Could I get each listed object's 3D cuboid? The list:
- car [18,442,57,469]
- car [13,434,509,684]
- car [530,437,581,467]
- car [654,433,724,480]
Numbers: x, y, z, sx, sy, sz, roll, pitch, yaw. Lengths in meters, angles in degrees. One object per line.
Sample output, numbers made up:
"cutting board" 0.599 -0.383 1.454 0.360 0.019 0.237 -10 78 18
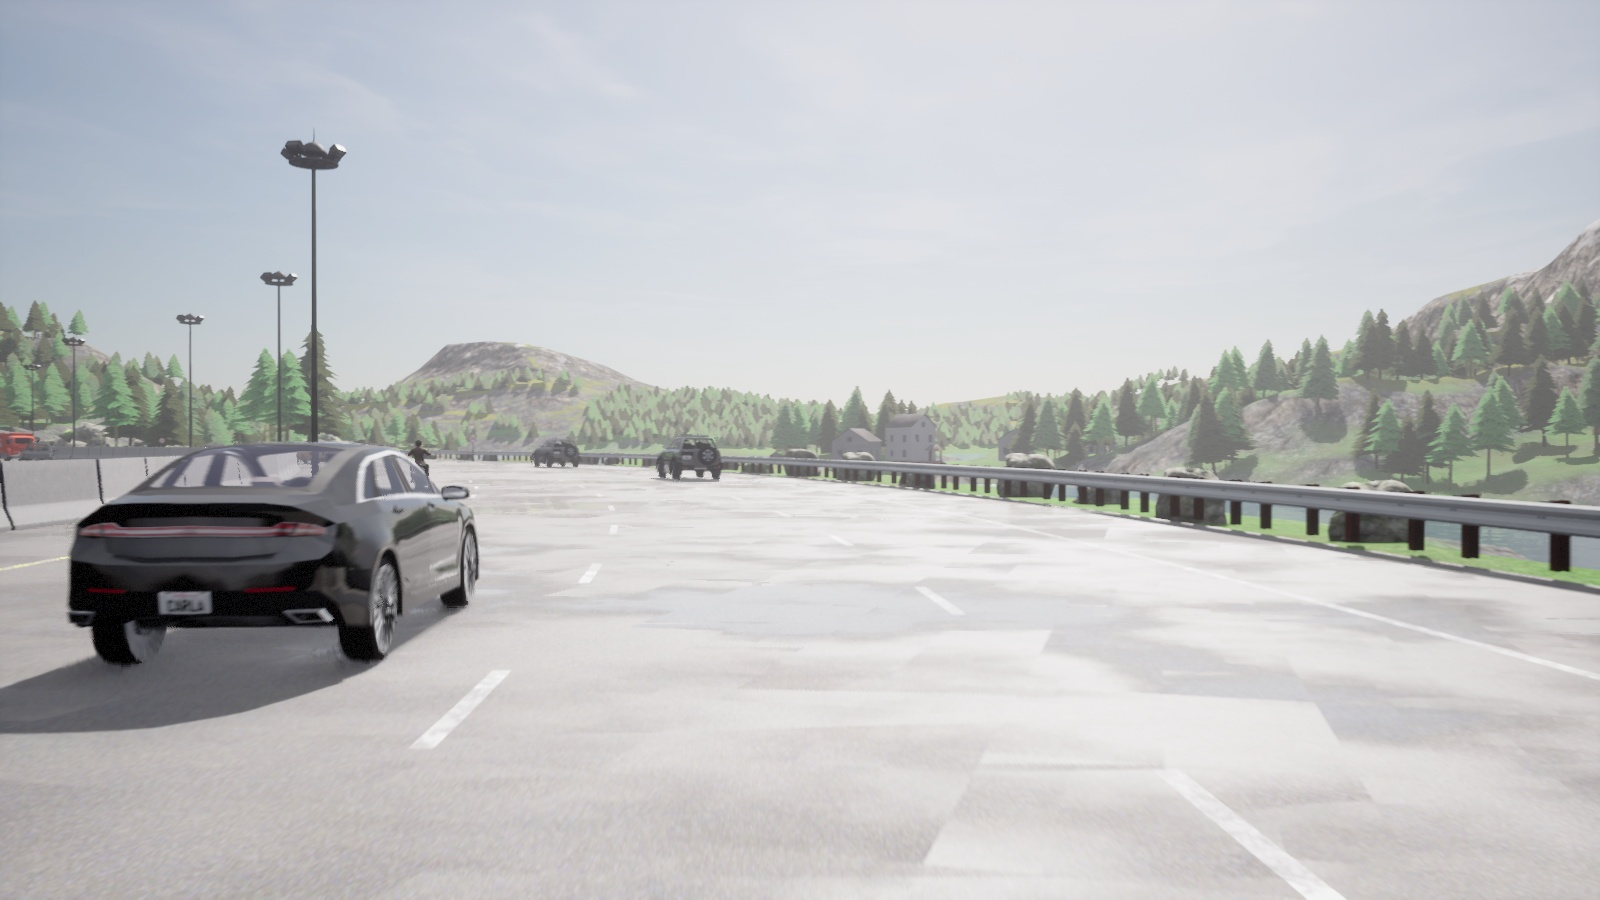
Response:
"car" -43.778 0.300 72.159 1.789 1.549 3.705 0 0 -30
"car" -3.828 0.644 10.071 2.128 1.511 4.902 0 0 -4
"car" -15.247 0.116 78.198 1.932 1.855 4.605 0 0 -27
"car" -4.671 0.266 52.215 1.932 1.855 4.605 0 0 -18
